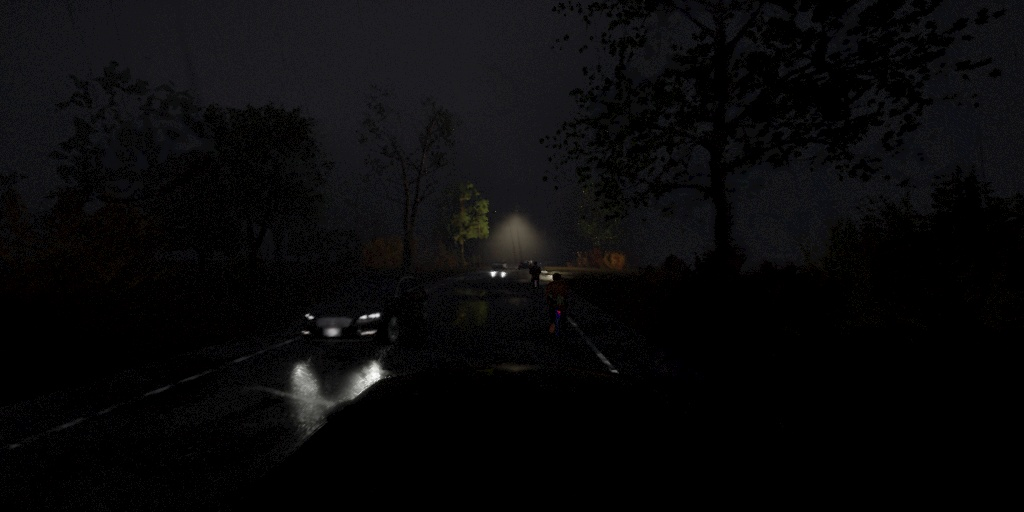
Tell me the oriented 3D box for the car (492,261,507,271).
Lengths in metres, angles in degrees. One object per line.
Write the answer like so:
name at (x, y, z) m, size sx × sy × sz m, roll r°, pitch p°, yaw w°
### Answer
car at (-1.867, 1.453, 52.738) m, size 1.895 × 1.301 × 4.718 m, roll 0°, pitch 0°, yaw 4°

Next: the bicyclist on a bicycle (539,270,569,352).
bicyclist on a bicycle at (1.012, 1.205, 7.966) m, size 0.582 × 1.620 × 1.656 m, roll 0°, pitch 0°, yaw 0°

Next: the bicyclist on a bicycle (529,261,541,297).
bicyclist on a bicycle at (1.171, 1.136, 18.100) m, size 0.659 × 1.776 × 1.843 m, roll 0°, pitch 0°, yaw 1°

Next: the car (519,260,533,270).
car at (2.081, 1.440, 56.283) m, size 1.994 × 1.385 × 4.181 m, roll 0°, pitch 0°, yaw 4°

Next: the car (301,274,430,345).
car at (-3.530, 1.244, 9.542) m, size 2.128 × 1.511 × 4.902 m, roll 0°, pitch 0°, yaw 1°
